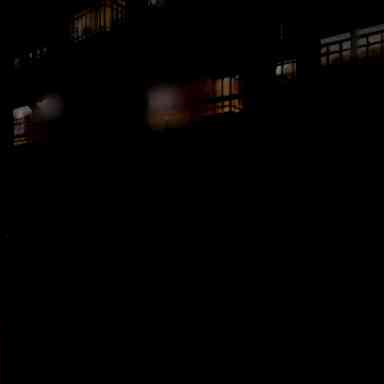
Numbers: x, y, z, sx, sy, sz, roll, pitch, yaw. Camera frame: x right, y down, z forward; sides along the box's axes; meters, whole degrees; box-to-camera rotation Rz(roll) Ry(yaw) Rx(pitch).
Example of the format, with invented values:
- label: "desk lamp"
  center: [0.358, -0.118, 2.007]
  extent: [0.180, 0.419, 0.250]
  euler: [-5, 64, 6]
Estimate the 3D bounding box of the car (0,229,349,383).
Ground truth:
- label: "car"
  center: [-1.086, 1.339, 3.439]
  extent: [5.009, 1.841, 2.192]
  euler: [-1, 0, 35]
